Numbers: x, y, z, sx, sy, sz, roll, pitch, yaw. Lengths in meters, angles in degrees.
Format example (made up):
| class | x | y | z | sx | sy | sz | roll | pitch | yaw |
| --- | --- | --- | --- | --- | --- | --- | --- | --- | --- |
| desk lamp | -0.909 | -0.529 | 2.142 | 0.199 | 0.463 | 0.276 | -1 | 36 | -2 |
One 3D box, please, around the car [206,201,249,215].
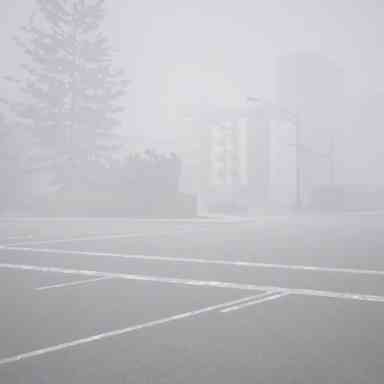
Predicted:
| class | x | y | z | sx | sy | sz | roll | pitch | yaw |
| --- | --- | --- | --- | --- | --- | --- | --- | --- | --- |
| car | 3.512 | 1.543 | 33.342 | 1.895 | 1.301 | 4.718 | 0 | 0 | -35 |
